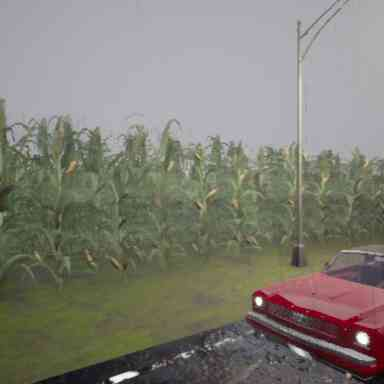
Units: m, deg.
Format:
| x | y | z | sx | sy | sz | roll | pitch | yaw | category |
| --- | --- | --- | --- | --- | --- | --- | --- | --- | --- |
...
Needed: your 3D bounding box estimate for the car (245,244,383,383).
| x | y | z | sx | sy | sz | roll | pitch | yaw | category |
| --- | --- | --- | --- | --- | --- | --- | --- | --- | --- |
| 3.088 | 1.603 | 5.274 | 4.718 | 1.301 | 1.895 | 0 | 0 | -35 | car |
